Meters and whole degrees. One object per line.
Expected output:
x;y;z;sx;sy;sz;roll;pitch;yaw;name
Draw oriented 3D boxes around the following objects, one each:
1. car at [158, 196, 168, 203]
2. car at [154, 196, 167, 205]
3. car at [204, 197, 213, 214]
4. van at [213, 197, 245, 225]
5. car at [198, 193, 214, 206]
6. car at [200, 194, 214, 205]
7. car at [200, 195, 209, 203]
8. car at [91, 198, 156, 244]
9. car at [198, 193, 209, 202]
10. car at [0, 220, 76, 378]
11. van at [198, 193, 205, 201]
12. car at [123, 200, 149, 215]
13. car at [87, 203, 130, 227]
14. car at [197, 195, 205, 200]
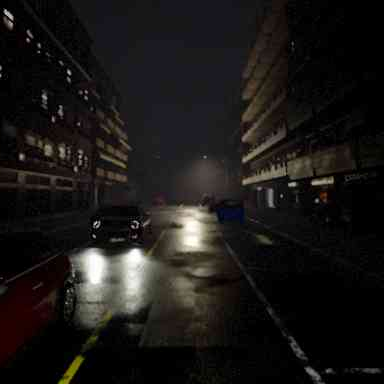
-5.877;1.501;67.981;1.802;1.307;4.206;1;0;0;car
-5.843;1.477;56.839;1.887;1.381;4.507;1;0;0;car
2.603;1.498;34.539;1.887;1.381;4.507;1;0;0;car
2.638;1.309;23.398;1.690;1.788;3.998;1;0;0;van
2.556;1.247;51.252;2.192;1.841;5.009;1;0;0;car
2.540;1.241;56.823;2.192;1.841;5.009;1;0;0;car
2.504;1.438;68.135;1.752;1.417;4.829;1;0;0;car
-3.129;1.334;15.555;2.097;1.767;4.553;0;0;0;car
2.491;1.221;73.537;2.192;1.841;5.009;1;0;0;car
-3.107;1.348;4.026;2.097;1.767;4.553;0;0;0;car
2.458;1.234;84.678;1.690;1.788;3.998;1;0;0;van
-5.778;1.525;34.554;1.947;1.339;4.313;1;0;0;car
-5.744;1.540;23.412;1.947;1.339;4.313;1;0;0;car
2.438;1.437;90.250;2.008;1.369;4.403;1;0;0;car
